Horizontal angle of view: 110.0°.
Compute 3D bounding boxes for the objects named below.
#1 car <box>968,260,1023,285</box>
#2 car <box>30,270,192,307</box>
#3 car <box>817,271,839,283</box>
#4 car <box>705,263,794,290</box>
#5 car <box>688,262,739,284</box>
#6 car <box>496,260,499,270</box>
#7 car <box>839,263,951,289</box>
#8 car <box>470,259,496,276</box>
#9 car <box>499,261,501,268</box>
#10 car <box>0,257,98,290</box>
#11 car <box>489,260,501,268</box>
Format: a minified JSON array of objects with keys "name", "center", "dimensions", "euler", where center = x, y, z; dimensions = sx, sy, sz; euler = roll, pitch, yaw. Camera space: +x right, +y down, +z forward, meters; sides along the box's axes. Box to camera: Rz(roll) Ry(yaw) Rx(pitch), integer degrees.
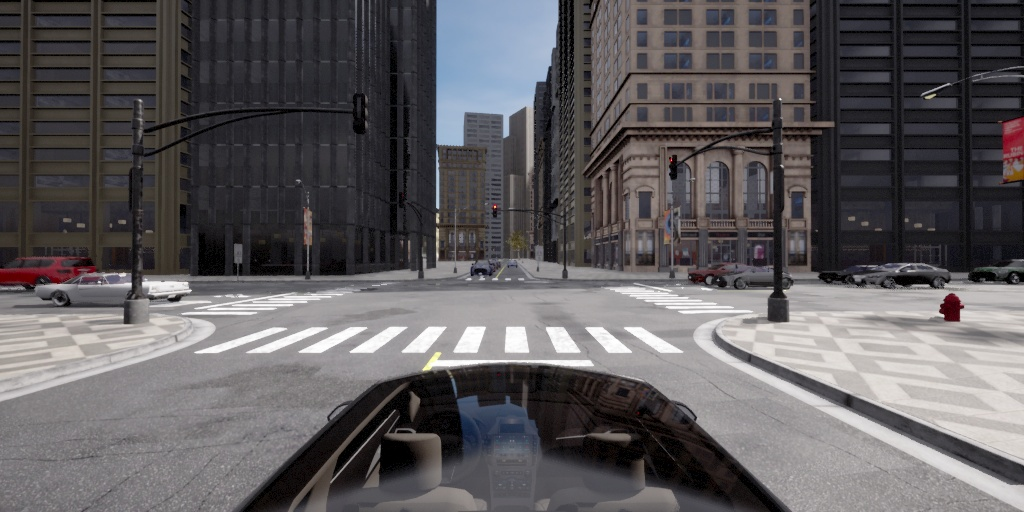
[{"name":"car","center":[35.003,1.041,24.967],"dimensions":[4.553,1.767,2.097],"euler":[0,0,0]},{"name":"car","center":[-16.383,1.366,14.952],"dimensions":[4.718,1.301,1.895],"euler":[0,0,0]},{"name":"car","center":[24.254,1.315,24.965],"dimensions":[4.718,1.301,1.895],"euler":[0,0,0]},{"name":"car","center":[14.467,1.279,21.696],"dimensions":[4.181,1.385,1.994],"euler":[0,0,0]},{"name":"car","center":[14.892,1.215,24.952],"dimensions":[5.008,1.535,1.882],"euler":[0,0,0]},{"name":"car","center":[-3.083,1.376,46.345],"dimensions":[1.994,1.385,4.181],"euler":[0,0,0]},{"name":"car","center":[23.399,1.182,21.710],"dimensions":[4.902,1.511,2.128],"euler":[0,0,0]},{"name":"car","center":[-3.067,1.143,36.942],"dimensions":[2.097,1.767,4.553],"euler":[0,0,0]},{"name":"car","center":[-3.084,1.399,55.394],"dimensions":[1.994,1.385,4.181],"euler":[0,0,0]},{"name":"car","center":[-28.490,1.084,21.638],"dimensions":[5.566,2.045,2.150],"euler":[0,0,0]},{"name":"car","center":[-3.066,1.429,65.361],"dimensions":[1.994,1.385,4.181],"euler":[0,0,0]}]
